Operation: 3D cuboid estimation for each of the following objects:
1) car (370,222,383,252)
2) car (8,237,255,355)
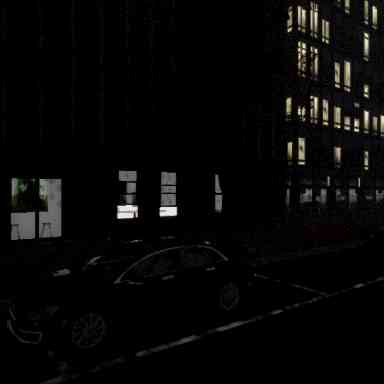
[{"bbox_3d":[8.482,1.533,12.610,4.507,1.381,1.887,0,0,-36],"label":"car"},{"bbox_3d":[-0.799,1.548,5.990,4.403,1.369,2.008,0,0,-35],"label":"car"}]
